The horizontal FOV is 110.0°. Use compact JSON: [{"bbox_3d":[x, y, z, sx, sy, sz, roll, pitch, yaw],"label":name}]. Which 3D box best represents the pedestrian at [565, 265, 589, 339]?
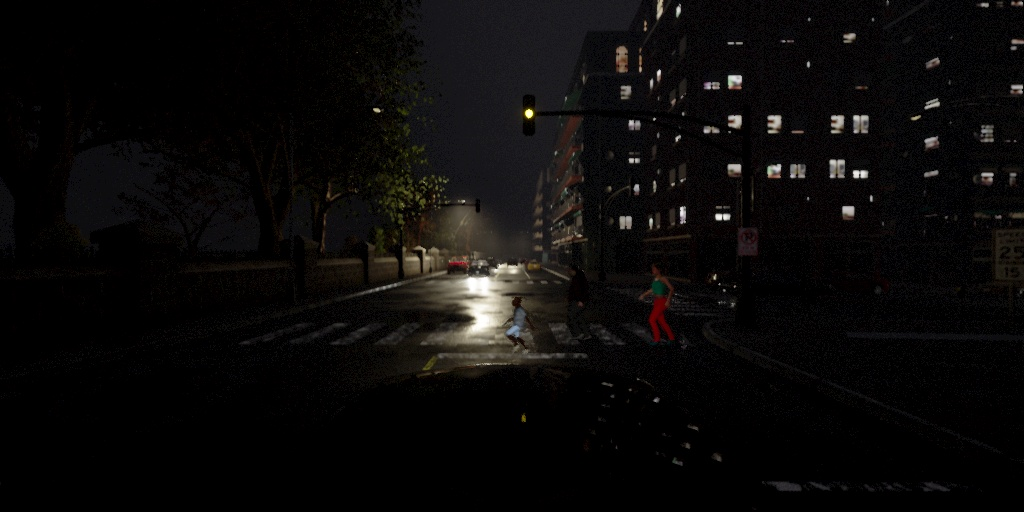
[{"bbox_3d":[1.526,1.027,8.400,0.375,1.860,0.375,0,0,0],"label":"pedestrian"}]

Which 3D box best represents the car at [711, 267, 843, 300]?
[{"bbox_3d":[14.144,1.527,19.386,5.357,1.411,2.033,1,0,0],"label":"car"}]

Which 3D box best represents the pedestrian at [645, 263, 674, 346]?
[{"bbox_3d":[3.197,1.028,7.798,0.375,1.860,0.375,0,0,0],"label":"pedestrian"}]

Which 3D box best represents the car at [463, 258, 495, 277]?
[{"bbox_3d":[-3.063,1.160,34.350,2.128,1.511,4.902,0,0,0],"label":"car"}]

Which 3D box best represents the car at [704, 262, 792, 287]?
[{"bbox_3d":[14.622,1.287,21.982,5.009,1.841,2.192,0,0,0],"label":"car"}]

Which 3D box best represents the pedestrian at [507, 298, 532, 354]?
[{"bbox_3d":[0.142,1.030,7.202,0.375,1.860,0.375,0,0,0],"label":"pedestrian"}]

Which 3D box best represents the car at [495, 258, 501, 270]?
[{"bbox_3d":[-3.020,1.143,51.430,1.837,1.490,4.892,0,0,0],"label":"car"}]

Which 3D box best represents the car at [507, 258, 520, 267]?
[{"bbox_3d":[0.075,1.094,63.483,1.882,1.535,5.008,0,0,0],"label":"car"}]

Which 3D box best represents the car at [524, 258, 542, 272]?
[{"bbox_3d":[2.741,1.177,44.287,1.751,1.417,4.829,0,0,0],"label":"car"}]

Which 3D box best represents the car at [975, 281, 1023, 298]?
[{"bbox_3d":[31.538,1.806,22.015,4.829,1.417,1.751,0,0,0],"label":"car"}]

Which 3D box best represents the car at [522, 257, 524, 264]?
[{"bbox_3d":[2.747,1.186,49.652,1.888,1.381,4.507,0,0,0],"label":"car"}]

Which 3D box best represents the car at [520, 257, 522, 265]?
[{"bbox_3d":[2.754,1.181,55.187,2.007,1.370,4.403,0,0,0],"label":"car"}]

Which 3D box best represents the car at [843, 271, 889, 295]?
[{"bbox_3d":[20.316,1.620,21.994,4.507,1.381,1.888,0,0,0],"label":"car"}]

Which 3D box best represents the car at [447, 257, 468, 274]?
[{"bbox_3d":[-5.647,0.977,38.591,2.192,1.841,5.009,0,0,0],"label":"car"}]
